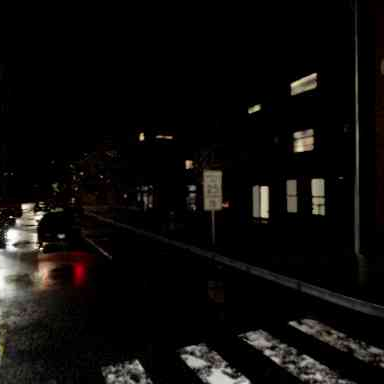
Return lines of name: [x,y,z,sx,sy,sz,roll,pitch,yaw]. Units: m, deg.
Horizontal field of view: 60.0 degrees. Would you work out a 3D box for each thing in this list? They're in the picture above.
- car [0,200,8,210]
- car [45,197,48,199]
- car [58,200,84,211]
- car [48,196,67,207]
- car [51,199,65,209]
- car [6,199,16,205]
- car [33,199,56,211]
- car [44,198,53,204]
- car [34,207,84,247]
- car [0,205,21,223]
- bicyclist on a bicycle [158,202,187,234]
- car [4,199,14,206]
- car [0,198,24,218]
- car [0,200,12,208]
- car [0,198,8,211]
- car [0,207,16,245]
car: [-31.802,2.165,55.447,1.752,1.417,4.829,-2,1,-26]
car: [-31.516,1.896,74.184,2.192,1.841,5.009,-2,1,-26]
car: [-12.008,1.812,33.618,2.008,1.369,4.403,-2,1,-26]
car: [-19.534,1.700,49.240,2.192,1.841,5.009,-2,1,-26]
car: [-21.996,1.950,54.384,1.752,1.417,4.829,-2,1,-26]
car: [-43.784,2.361,80.391,1.752,1.417,4.829,-2,1,-26]
car: [-17.788,1.921,39.597,2.033,1.411,5.357,-1,0,-26]
car: [-36.299,2.225,84.163,1.947,1.339,4.313,-2,1,-26]
car: [-6.539,1.713,16.224,1.812,1.442,4.674,-1,0,-25]
car: [-14.593,1.941,25.648,1.895,1.301,4.718,-1,0,-26]
bicyclist on a bicycle: [-1.009,1.362,17.489,1.656,1.620,0.582,-2,0,-26]
car: [-41.388,2.322,75.403,1.752,1.417,4.829,-2,1,-26]
car: [-19.094,1.636,35.105,2.150,2.045,5.566,-1,0,-24]
car: [-36.668,2.264,65.578,1.887,1.381,4.507,-2,1,-26]
car: [-29.486,1.917,50.609,2.192,1.841,5.009,-2,1,-26]
car: [-10.250,1.760,16.585,2.128,1.511,4.902,-1,0,-26]
